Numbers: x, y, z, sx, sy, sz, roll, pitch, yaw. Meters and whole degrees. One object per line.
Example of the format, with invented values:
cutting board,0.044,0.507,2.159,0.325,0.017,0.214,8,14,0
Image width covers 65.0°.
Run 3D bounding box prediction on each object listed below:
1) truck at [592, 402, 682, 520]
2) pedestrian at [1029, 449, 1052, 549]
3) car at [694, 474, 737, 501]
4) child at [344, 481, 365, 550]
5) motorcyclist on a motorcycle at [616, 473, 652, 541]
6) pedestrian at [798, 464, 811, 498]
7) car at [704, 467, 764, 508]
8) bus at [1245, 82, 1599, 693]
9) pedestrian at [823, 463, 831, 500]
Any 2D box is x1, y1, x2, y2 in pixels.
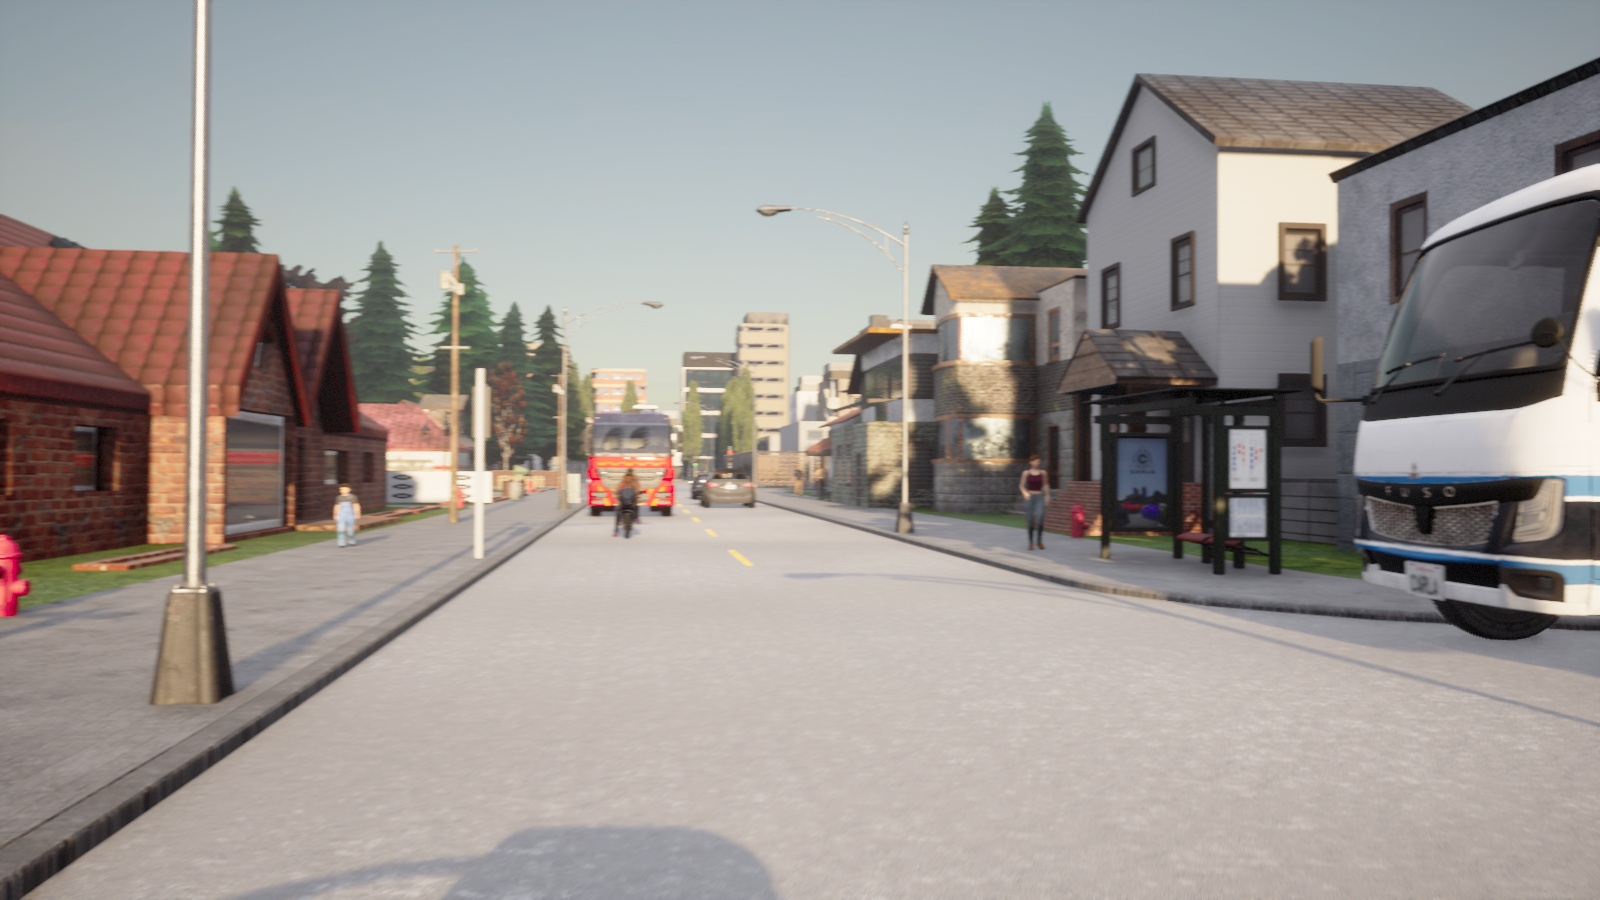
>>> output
truck,-5.816,0.423,45.121,2.891,3.827,8.468,0,-1,-7
pedestrian,4.472,0.906,23.365,0.345,1.836,0.594,0,-1,6
car,-4.662,2.024,68.449,2.033,1.411,5.357,0,-1,-7
child,-8.309,1.218,23.435,0.270,1.263,0.437,0,-1,-7
motorcyclist on a motorcycle,-3.854,1.297,29.219,0.797,1.523,2.044,0,-1,-7
pedestrian,0.245,1.674,68.411,0.540,1.848,0.694,0,-1,-20
car,-2.901,1.577,54.179,2.242,1.667,4.611,0,-1,-7
bus,9.676,-0.403,10.796,10.273,4.253,3.944,0,-1,-1
pedestrian,1.323,1.573,62.582,0.345,1.836,0.594,0,-1,6
